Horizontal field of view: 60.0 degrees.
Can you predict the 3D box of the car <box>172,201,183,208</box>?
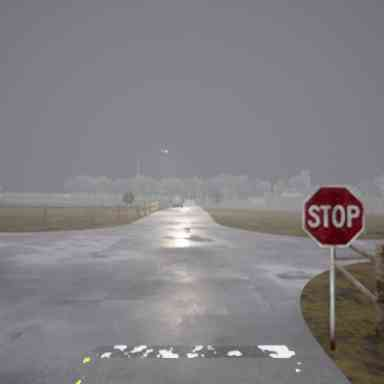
[{"bbox_3d":[-2.786,2.498,65.463,1.994,1.385,4.181,0,-2,0],"label":"car"}]
